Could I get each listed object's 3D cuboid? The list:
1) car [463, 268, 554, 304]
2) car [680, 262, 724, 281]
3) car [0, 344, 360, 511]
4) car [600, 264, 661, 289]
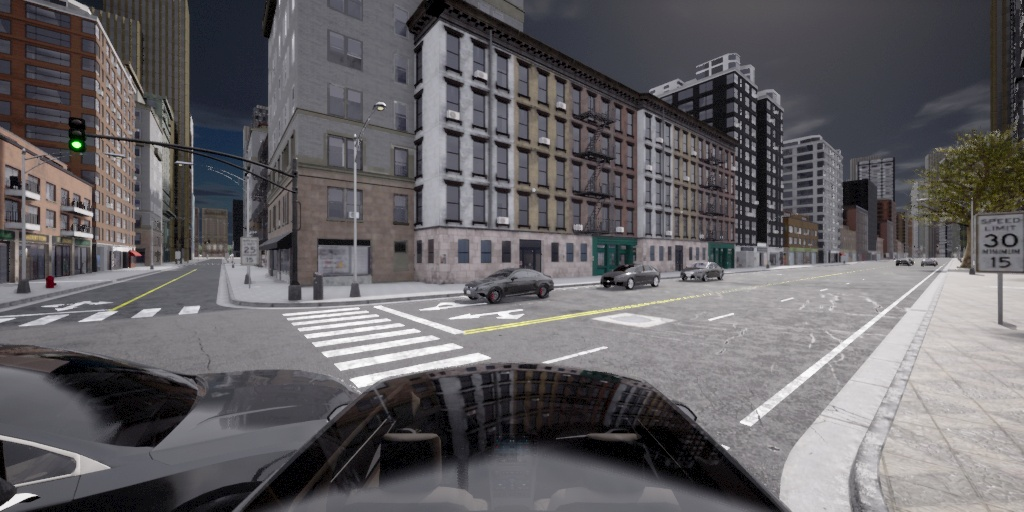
[{"bbox_3d":[-0.039,1.286,16.748,4.674,1.442,1.812,0,0,-39],"label":"car"},{"bbox_3d":[15.662,1.235,29.443,4.902,1.511,2.128,0,0,-39],"label":"car"},{"bbox_3d":[-3.222,1.257,1.776,4.892,1.490,1.837,0,0,-35],"label":"car"},{"bbox_3d":[7.652,1.258,22.972,4.892,1.490,1.837,0,0,-39],"label":"car"}]
